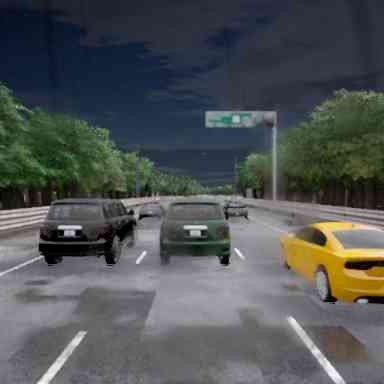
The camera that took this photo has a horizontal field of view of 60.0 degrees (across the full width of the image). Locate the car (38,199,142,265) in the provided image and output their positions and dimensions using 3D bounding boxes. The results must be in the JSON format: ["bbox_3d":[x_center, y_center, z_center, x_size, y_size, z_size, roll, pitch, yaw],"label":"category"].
[{"bbox_3d":[-3.405,1.239,11.934,2.150,2.045,5.566,0,0,0],"label":"car"}]

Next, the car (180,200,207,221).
[{"bbox_3d":[0.088,1.542,28.557,2.128,1.511,4.902,0,0,0],"label":"car"}]

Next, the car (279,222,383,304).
[{"bbox_3d":[3.595,1.490,8.251,1.882,1.535,5.008,0,0,0],"label":"car"}]

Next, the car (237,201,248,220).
[{"bbox_3d":[3.588,1.543,28.541,2.128,1.511,4.902,0,0,0],"label":"car"}]

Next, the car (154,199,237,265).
[{"bbox_3d":[0.095,1.239,11.939,2.150,2.045,5.566,0,0,0],"label":"car"}]

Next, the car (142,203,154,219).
[{"bbox_3d":[-3.411,1.616,29.046,1.994,1.385,4.181,0,0,0],"label":"car"}]
